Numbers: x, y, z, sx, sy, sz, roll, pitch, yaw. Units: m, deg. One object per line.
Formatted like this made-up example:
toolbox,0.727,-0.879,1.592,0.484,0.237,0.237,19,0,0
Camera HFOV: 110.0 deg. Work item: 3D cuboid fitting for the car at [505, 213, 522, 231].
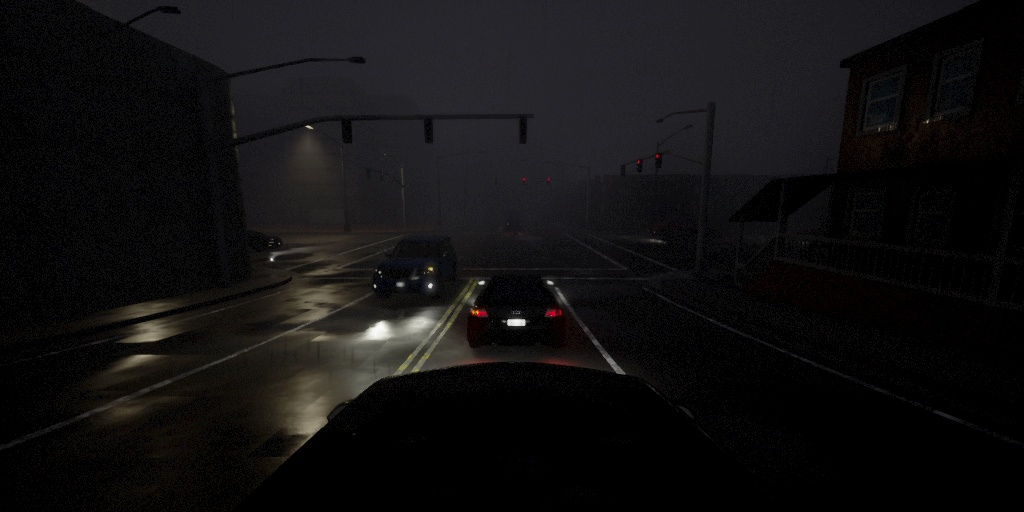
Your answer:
car,0.198,-4.311,47.087,2.097,1.767,4.553,0,8,-2

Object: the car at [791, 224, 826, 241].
car,29.121,-2.239,33.757,5.008,1.535,1.882,0,8,1

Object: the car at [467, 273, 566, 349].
car,0.098,1.091,8.682,1.994,1.385,4.181,0,3,0

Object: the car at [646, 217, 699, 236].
car,16.993,-3.012,37.274,5.566,2.045,2.150,0,8,0

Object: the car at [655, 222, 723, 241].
car,16.863,-2.177,33.861,5.357,1.411,2.033,0,8,0

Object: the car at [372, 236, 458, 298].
car,-3.557,0.293,14.237,2.150,2.045,5.566,0,6,1

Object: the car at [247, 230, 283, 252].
car,-19.943,-1.185,26.977,4.892,1.490,1.837,0,8,1
